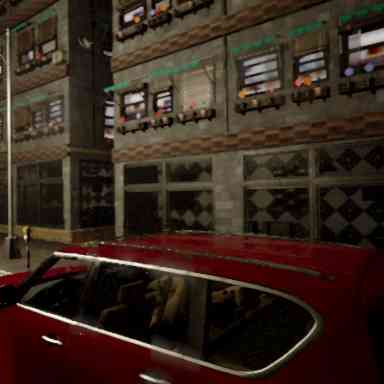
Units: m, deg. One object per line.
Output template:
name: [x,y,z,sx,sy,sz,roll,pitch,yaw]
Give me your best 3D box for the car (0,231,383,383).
car: [-0.405,1.315,3.186,5.009,1.841,2.192,0,-1,36]
